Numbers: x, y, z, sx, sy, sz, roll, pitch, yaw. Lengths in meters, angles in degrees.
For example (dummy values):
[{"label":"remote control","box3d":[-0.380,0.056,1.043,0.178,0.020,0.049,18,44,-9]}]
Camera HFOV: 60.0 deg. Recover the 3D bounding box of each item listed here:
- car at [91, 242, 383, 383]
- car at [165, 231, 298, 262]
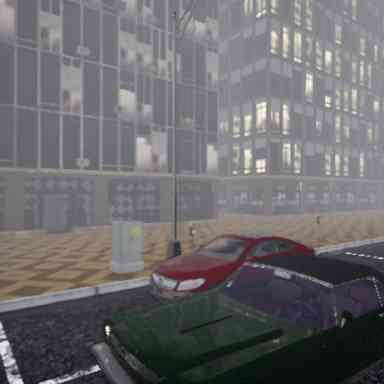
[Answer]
[{"label":"car","box3d":[1.251,1.591,4.271,4.718,1.301,1.895,0,0,-35]},{"label":"car","box3d":[1.110,1.568,7.347,4.206,1.307,1.802,0,0,-35]}]
